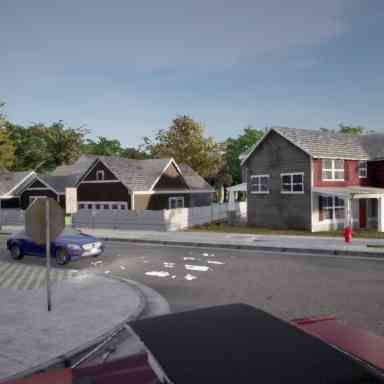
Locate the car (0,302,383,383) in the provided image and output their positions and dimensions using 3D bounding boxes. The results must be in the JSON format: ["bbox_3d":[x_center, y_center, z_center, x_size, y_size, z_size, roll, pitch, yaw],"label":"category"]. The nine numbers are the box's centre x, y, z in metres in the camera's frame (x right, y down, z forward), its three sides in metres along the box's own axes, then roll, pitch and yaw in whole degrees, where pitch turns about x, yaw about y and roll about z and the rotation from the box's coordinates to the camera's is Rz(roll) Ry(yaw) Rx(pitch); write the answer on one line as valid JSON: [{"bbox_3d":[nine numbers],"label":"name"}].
[{"bbox_3d":[-0.095,1.601,2.050,4.718,1.301,1.895,0,0,-25],"label":"car"}]

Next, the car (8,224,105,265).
[{"bbox_3d":[-5.810,2.065,13.997,4.674,1.442,1.812,-2,0,30],"label":"car"}]
